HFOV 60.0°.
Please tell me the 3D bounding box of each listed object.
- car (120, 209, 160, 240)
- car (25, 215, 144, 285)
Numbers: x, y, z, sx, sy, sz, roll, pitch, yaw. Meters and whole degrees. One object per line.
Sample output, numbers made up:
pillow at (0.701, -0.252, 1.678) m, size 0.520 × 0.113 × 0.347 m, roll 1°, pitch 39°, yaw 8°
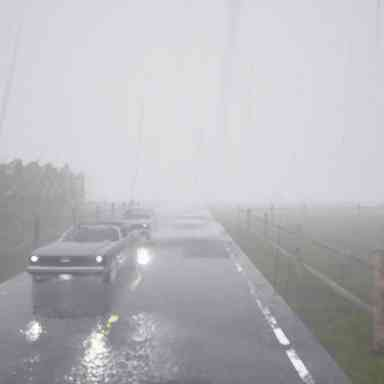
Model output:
car at (-2.757, 1.537, 16.637) m, size 1.895 × 1.301 × 4.718 m, roll 0°, pitch 0°, yaw 0°
car at (-2.780, 1.565, 9.561) m, size 1.895 × 1.301 × 4.718 m, roll 0°, pitch 0°, yaw 1°
